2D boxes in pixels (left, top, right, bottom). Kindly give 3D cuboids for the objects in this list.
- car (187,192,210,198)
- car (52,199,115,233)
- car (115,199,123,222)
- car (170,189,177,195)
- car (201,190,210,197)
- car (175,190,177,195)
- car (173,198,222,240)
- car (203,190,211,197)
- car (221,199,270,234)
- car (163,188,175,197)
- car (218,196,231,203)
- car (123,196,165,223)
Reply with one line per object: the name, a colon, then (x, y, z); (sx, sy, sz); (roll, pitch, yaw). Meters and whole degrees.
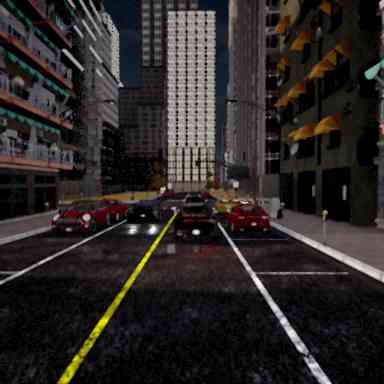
car: (0.247, 1.032, 27.312); (1.882, 1.535, 5.008); (0, 1, 0)
car: (-5.605, 1.158, 17.152); (1.967, 1.590, 4.097); (-1, 1, 0)
car: (-5.574, 1.173, 22.677); (1.887, 1.381, 4.507); (-1, 1, 0)
car: (-5.184, 0.012, 93.771); (1.752, 1.417, 4.829); (-1, 1, 0)
car: (3.107, 0.276, 77.387); (1.752, 1.417, 4.829); (-1, 1, 0)
car: (-5.276, 0.066, 77.261); (2.192, 1.841, 5.009); (-1, 1, 0)
car: (0.182, 1.255, 15.325); (1.837, 1.490, 4.892); (0, 1, 0)
car: (3.074, 0.283, 71.657); (1.967, 1.590, 4.097); (-1, 1, 0)
car: (2.776, 1.265, 17.094); (1.887, 1.381, 4.507); (-1, 1, 0)
car: (-5.304, 0.384, 71.706); (1.887, 1.381, 4.507); (-1, 1, 0)
car: (2.837, 1.065, 28.309); (1.752, 1.417, 4.829); (-1, 1, 0)
car: (-2.948, 1.204, 22.001); (1.994, 1.385, 4.181); (0, 1, 1)
